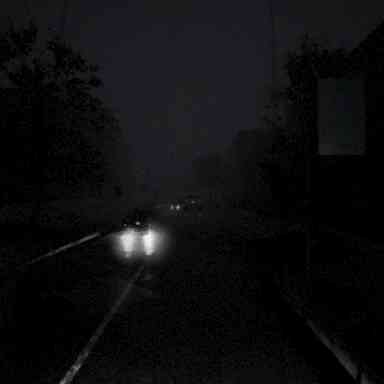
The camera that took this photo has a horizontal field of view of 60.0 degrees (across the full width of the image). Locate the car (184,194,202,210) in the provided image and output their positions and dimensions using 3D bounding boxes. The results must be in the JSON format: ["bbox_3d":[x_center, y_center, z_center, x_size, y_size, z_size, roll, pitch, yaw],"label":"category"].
[{"bbox_3d":[0.129,1.269,42.813,2.150,2.045,5.566,0,0,0],"label":"car"}]

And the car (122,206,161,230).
[{"bbox_3d":[-3.086,1.587,20.897,1.994,1.385,4.181,0,0,0],"label":"car"}]

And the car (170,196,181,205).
[{"bbox_3d":[-3.078,1.536,62.121,2.128,1.511,4.902,0,0,0],"label":"car"}]
